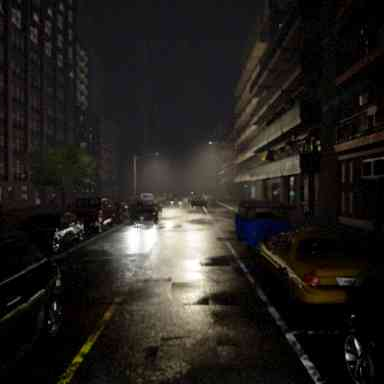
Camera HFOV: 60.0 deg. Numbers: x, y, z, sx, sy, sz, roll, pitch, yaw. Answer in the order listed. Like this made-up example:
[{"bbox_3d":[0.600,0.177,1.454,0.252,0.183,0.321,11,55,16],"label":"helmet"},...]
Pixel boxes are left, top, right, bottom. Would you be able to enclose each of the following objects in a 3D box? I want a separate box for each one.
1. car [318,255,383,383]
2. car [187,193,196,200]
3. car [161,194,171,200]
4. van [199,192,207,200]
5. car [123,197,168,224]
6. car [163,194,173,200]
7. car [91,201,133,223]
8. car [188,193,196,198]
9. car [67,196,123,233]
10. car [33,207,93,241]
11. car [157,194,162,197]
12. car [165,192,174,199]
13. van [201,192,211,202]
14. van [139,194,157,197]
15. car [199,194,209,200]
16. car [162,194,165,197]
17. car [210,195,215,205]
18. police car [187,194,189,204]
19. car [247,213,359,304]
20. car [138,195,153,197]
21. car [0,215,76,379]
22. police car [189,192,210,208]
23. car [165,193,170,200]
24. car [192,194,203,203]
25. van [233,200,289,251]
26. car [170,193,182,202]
[{"bbox_3d":[2.687,1.549,2.269,1.947,1.339,4.313,0,0,0],"label":"car"},{"bbox_3d":[-0.048,1.008,75.038,1.895,1.301,4.718,0,0,0],"label":"car"},{"bbox_3d":[-5.740,1.105,74.059,2.008,1.369,4.403,0,0,0],"label":"car"},{"bbox_3d":[2.637,0.867,79.586,1.690,1.788,3.998,0,0,0],"label":"van"},{"bbox_3d":[-3.114,1.339,23.121,2.128,1.511,4.902,0,0,0],"label":"car"},{"bbox_3d":[-5.744,1.077,79.583,2.008,1.369,4.403,0,0,0],"label":"car"},{"bbox_3d":[-5.709,1.391,24.355,2.008,1.369,4.403,0,0,0],"label":"car"},{"bbox_3d":[-0.055,0.865,90.144,1.994,1.385,4.181,0,0,0],"label":"car"},{"bbox_3d":[-5.705,1.190,18.830,2.192,1.841,5.009,0,0,0],"label":"car"},{"bbox_3d":[-5.702,1.476,13.310,1.947,1.339,4.313,0,0,0],"label":"car"},{"bbox_3d":[-5.723,1.250,46.446,1.887,1.381,4.507,0,0,0],"label":"car"},{"bbox_3d":[-5.748,0.938,85.105,1.967,1.590,4.097,0,0,0],"label":"car"},{"bbox_3d":[2.647,0.953,63.018,1.690,1.788,3.998,0,0,0],"label":"van"},{"bbox_3d":[-5.719,1.080,40.921,1.690,1.788,3.998,0,0,0],"label":"van"},{"bbox_3d":[2.641,1.099,74.064,1.887,1.381,4.507,0,0,0],"label":"car"},{"bbox_3d":[-5.726,1.239,51.969,1.947,1.339,4.313,0,0,0],"label":"car"},{"bbox_3d":[2.655,1.224,51.974,2.008,1.369,4.403,0,0,0],"label":"car"},{"bbox_3d":[0.430,1.096,52.310,1.930,1.638,5.238,0,0,-8],"label":"police car"},{"bbox_3d":[2.683,1.470,7.961,1.752,1.417,4.829,0,0,0],"label":"car"},{"bbox_3d":[-5.716,1.323,35.401,2.008,1.369,4.403,0,0,0],"label":"car"},{"bbox_3d":[-3.065,1.328,3.335,2.097,1.767,4.553,0,0,0],"label":"car"},{"bbox_3d":[0.873,1.155,42.411,1.930,1.638,5.238,0,0,0],"label":"police car"},{"bbox_3d":[-5.734,1.052,63.014,1.967,1.590,4.097,0,0,0],"label":"car"},{"bbox_3d":[0.863,1.163,58.303,1.812,1.442,4.674,0,0,0],"label":"car"},{"bbox_3d":[2.679,1.251,13.314,1.690,1.788,3.998,0,0,0],"label":"van"},{"bbox_3d":[-3.061,1.127,64.617,1.812,1.442,4.674,0,0,1],"label":"car"}]
